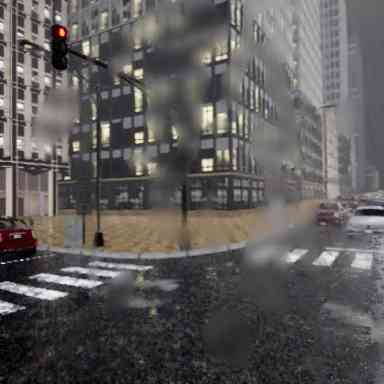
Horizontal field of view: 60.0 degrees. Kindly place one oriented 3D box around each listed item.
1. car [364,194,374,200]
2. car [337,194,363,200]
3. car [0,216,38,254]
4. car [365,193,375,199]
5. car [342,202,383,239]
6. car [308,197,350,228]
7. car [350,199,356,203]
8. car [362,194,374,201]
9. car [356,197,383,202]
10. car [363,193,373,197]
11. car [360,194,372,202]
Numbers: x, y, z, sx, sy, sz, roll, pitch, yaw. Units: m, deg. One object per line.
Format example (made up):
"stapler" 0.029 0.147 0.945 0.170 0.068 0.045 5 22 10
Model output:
"car" 39.675 1.061 74.521 1.947 1.339 4.313 0 0 30
"car" 14.423 1.152 31.162 2.192 1.841 5.009 0 0 30
"car" -8.291 1.758 13.646 4.097 1.590 1.967 -1 -1 30
"car" 42.481 1.002 79.339 1.887 1.381 4.507 0 0 30
"car" 8.756 1.413 16.321 1.812 1.442 4.674 -1 0 30
"car" 8.812 1.354 21.527 1.967 1.590 4.097 0 0 30
"car" 11.619 1.458 26.346 1.802 1.307 4.206 0 0 30
"car" 36.870 1.084 69.704 2.008 1.369 4.403 0 0 30
"car" 13.623 1.369 24.670 2.033 1.411 5.357 -1 0 30
"car" 28.452 1.191 55.251 1.887 1.381 4.507 0 0 30
"car" 34.064 1.115 64.886 1.887 1.381 4.507 0 0 30
